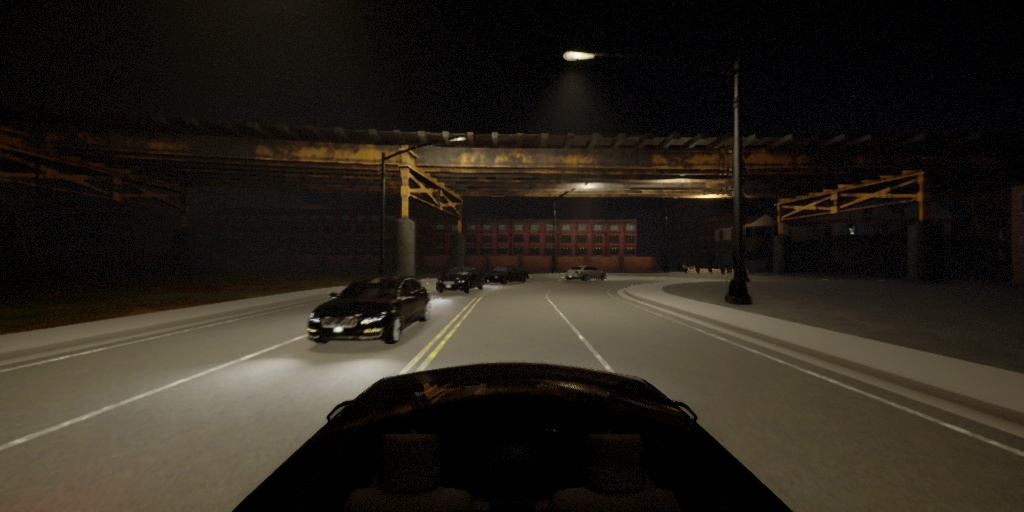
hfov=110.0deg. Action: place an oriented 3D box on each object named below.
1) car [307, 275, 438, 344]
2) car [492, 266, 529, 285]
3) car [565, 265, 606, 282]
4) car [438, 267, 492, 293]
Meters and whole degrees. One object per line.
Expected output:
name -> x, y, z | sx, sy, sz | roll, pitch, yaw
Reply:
car -> -3.559, 1.305, 9.825 | 1.837, 1.490, 4.892 | 0, -1, 1
car -> -0.498, 1.523, 29.216 | 2.033, 1.411, 5.357 | 0, -1, 30
car -> 6.792, 1.573, 33.037 | 4.674, 1.442, 1.812 | 1, -1, -44
car -> -3.051, 1.418, 22.123 | 2.128, 1.511, 4.902 | 0, 0, 10
